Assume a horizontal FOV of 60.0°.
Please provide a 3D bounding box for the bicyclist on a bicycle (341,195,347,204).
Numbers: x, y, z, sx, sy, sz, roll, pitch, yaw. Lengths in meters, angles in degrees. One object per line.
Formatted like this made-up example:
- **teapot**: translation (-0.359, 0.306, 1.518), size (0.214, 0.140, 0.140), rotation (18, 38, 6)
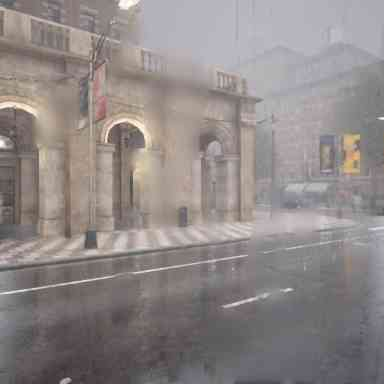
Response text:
- **bicyclist on a bicycle**: translation (26.013, 1.300, 56.940), size (1.656, 1.620, 0.582), rotation (0, 0, -36)

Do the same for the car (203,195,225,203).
- **car**: translation (4.711, 1.518, 72.936), size (2.128, 1.511, 4.902), rotation (0, 0, -36)

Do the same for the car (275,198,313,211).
- **car**: translation (12.801, 1.504, 41.966), size (1.837, 1.490, 4.892), rotation (0, 0, -36)

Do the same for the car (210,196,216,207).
- **car**: translation (1.423, 1.595, 46.347), size (1.895, 1.301, 4.718), rotation (0, 0, -36)
